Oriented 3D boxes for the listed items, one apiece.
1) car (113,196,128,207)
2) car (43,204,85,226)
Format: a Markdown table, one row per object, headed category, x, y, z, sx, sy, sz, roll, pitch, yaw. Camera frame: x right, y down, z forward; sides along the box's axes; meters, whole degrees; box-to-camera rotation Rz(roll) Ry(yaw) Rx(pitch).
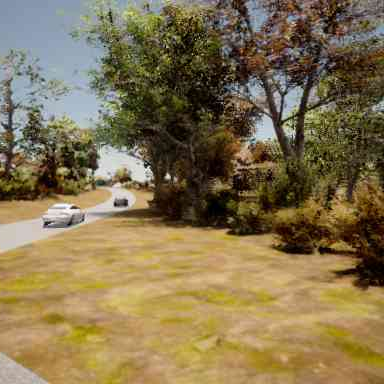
| category | x | y | z | sx | sy | sz | roll | pitch | yaw |
| --- | --- | --- | --- | --- | --- | --- | --- | --- | --- |
| car | -10.788 | 1.422 | 50.463 | 2.128 | 1.511 | 4.902 | -1 | 1 | -5 |
| car | -8.985 | 1.560 | 23.572 | 1.812 | 1.442 | 4.674 | 0 | 0 | -3 |
